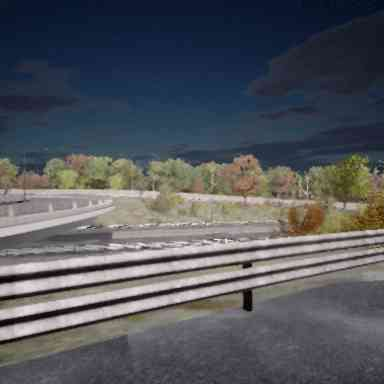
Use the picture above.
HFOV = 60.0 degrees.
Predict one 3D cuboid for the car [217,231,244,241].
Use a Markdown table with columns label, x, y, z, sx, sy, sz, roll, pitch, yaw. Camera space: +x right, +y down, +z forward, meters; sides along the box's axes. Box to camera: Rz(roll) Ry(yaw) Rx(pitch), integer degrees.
| label | x | y | z | sx | sy | sz | roll | pitch | yaw |
| --- | --- | --- | --- | --- | --- | --- | --- | --- | --- |
| car | 8.474 | 9.464 | 69.099 | 4.902 | 1.511 | 2.128 | 0 | 0 | -17 |

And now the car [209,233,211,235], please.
| label | x | y | z | sx | sy | sz | roll | pitch | yaw |
| --- | --- | --- | --- | --- | --- | --- | --- | --- | --- |
| car | 6.448 | 9.522 | 75.800 | 4.718 | 1.301 | 1.895 | 0 | 0 | -17 |

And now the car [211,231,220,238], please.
| label | x | y | z | sx | sy | sz | roll | pitch | yaw |
| --- | --- | --- | --- | --- | --- | --- | --- | --- | --- |
| car | 7.446 | 9.473 | 72.445 | 5.357 | 1.411 | 2.033 | 0 | 0 | -17 |
